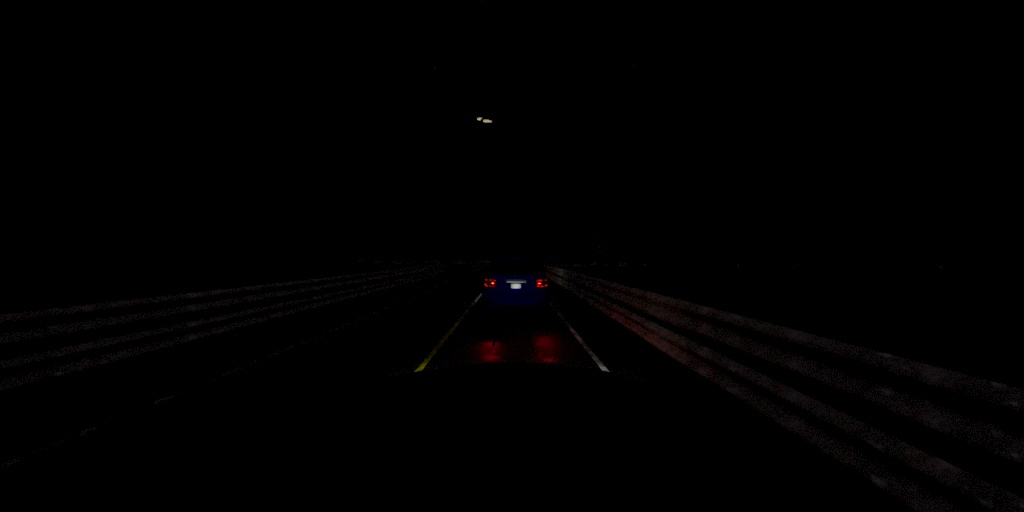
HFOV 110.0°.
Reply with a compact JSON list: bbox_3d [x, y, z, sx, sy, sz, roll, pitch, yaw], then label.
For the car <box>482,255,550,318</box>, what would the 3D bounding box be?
[{"bbox_3d":[0.122,0.998,13.297,2.150,2.045,5.566,0,0,0],"label":"car"}]
